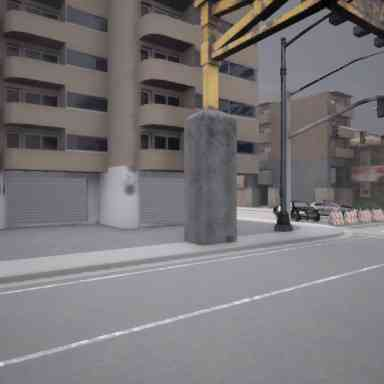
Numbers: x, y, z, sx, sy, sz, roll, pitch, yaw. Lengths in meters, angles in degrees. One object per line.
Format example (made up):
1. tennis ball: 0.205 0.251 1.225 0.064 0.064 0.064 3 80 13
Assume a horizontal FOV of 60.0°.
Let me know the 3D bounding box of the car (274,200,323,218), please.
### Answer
1. car: 8.306 1.292 26.444 1.853 1.218 4.536 0 0 -10

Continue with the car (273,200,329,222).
1. car: 8.315 1.450 26.393 2.038 1.542 4.974 0 0 -10

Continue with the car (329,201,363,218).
1. car: 11.899 1.449 28.529 4.974 1.542 2.038 0 0 35

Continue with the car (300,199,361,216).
1. car: 11.856 1.291 28.558 4.536 1.218 1.853 0 0 35
